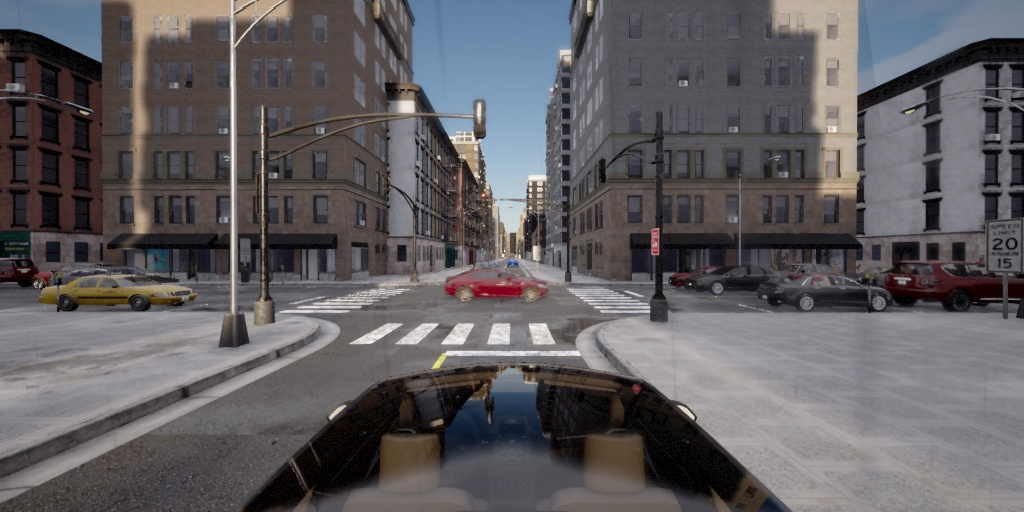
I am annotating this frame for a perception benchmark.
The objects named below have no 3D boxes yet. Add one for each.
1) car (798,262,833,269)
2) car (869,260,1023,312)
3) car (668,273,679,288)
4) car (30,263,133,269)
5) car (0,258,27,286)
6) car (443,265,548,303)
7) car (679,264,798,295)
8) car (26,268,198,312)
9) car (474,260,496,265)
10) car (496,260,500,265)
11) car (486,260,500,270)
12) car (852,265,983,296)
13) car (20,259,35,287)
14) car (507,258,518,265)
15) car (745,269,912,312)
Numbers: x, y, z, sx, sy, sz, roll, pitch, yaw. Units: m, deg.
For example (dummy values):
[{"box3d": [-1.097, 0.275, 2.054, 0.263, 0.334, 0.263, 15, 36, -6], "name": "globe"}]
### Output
[{"box3d": [17.226, 1.176, 21.626, 4.097, 1.591, 1.967, 0, 0, 0], "name": "car"}, {"box3d": [17.200, 1.091, 13.601, 5.009, 1.841, 2.192, 0, 0, 0], "name": "car"}, {"box3d": [11.817, 1.280, 21.644, 4.507, 1.381, 1.888, 0, 0, 0], "name": "car"}, {"box3d": [-17.849, 1.248, 16.245, 4.902, 1.511, 2.128, 0, 0, 0], "name": "car"}, {"box3d": [-32.014, 1.041, 21.784, 5.009, 1.841, 2.192, 0, 0, 0], "name": "car"}, {"box3d": [-0.718, 1.277, 16.194, 4.674, 1.442, 1.812, 0, 0, 0], "name": "car"}, {"box3d": [11.919, 1.253, 19.100, 4.892, 1.490, 1.837, 0, 0, 0], "name": "car"}, {"box3d": [-14.885, 1.293, 13.704, 4.829, 1.417, 1.751, 0, 0, 0], "name": "car"}, {"box3d": [-2.777, 1.259, 33.016, 1.837, 1.490, 4.892, 0, 0, 0], "name": "car"}, {"box3d": [-2.754, 1.305, 42.813, 2.033, 1.411, 5.357, 0, 0, 0], "name": "car"}, {"box3d": [-2.725, 1.288, 52.715, 1.812, 1.442, 4.674, 0, 0, 1], "name": "car"}, {"box3d": [21.401, 1.255, 19.073, 4.892, 1.490, 1.837, 0, 0, 0], "name": "car"}, {"box3d": [-26.352, 1.167, 21.765, 4.097, 1.591, 1.967, 0, 0, 0], "name": "car"}, {"box3d": [0.144, 1.245, 63.126, 1.882, 1.535, 5.008, 0, 0, 0], "name": "car"}, {"box3d": [11.791, 1.325, 13.619, 4.403, 1.370, 2.007, 0, 0, 0], "name": "car"}]
